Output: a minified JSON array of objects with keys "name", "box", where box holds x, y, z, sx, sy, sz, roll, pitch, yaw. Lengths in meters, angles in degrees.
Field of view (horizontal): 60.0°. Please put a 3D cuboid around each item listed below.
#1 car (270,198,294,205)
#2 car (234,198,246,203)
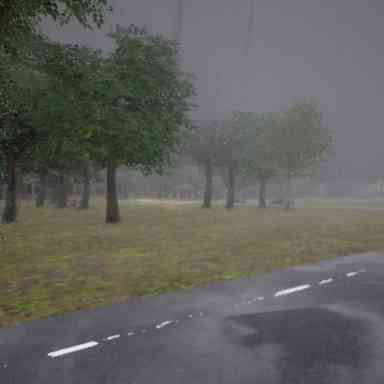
[{"name":"car","box":[19.126,2.035,70.672,2.033,1.411,5.357,1,-1,-34]},{"name":"car","box":[11.397,2.061,82.042,1.994,1.385,4.181,1,-1,-34]}]
